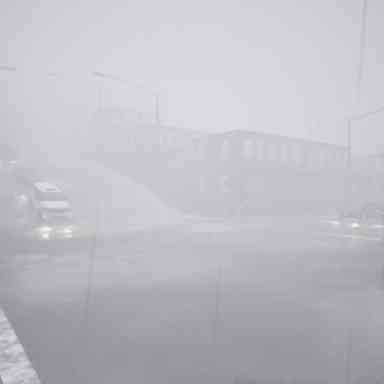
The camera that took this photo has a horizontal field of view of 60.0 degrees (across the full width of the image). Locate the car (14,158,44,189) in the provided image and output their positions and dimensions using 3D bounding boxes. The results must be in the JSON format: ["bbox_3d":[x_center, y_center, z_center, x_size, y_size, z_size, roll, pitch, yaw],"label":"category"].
[{"bbox_3d":[-15.486,-1.522,31.851,1.882,1.535,5.008,0,20,-37],"label":"car"}]

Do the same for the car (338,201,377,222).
[{"bbox_3d":[13.611,1.476,26.585,4.892,1.490,1.837,0,0,-35],"label":"car"}]

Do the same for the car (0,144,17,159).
[{"bbox_3d":[-26.010,-5.661,46.471,2.150,2.045,5.566,0,8,-35],"label":"car"}]

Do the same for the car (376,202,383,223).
[{"bbox_3d":[15.287,1.497,23.484,4.674,1.442,1.812,0,0,-35],"label":"car"}]

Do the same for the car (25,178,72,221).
[{"bbox_3d":[-11.130,0.719,25.996,2.150,2.045,5.566,0,14,-37],"label":"car"}]
